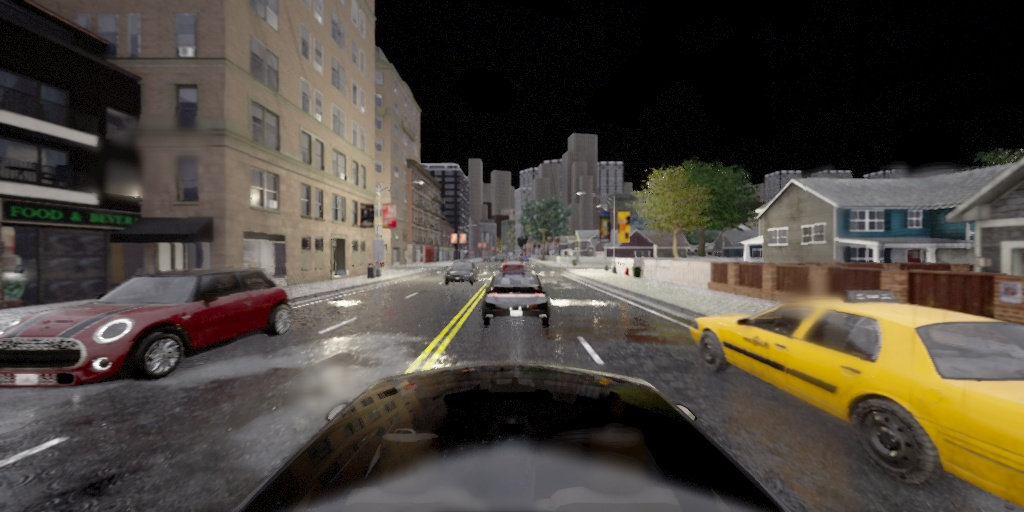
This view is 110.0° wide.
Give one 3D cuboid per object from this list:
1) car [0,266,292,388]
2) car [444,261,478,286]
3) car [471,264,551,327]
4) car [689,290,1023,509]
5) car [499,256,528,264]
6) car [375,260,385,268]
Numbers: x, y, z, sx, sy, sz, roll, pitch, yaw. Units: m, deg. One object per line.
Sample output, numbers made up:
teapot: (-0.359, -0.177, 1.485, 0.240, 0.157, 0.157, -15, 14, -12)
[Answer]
car: (-6.596, 1.069, 7.116, 2.097, 1.767, 4.553, 0, 0, 0)
car: (-3.319, 1.127, 24.213, 1.837, 1.490, 4.892, 0, 0, 0)
car: (0.107, 1.186, 11.285, 2.128, 1.511, 4.902, 0, 0, 0)
car: (4.226, 1.190, 4.537, 1.801, 1.575, 5.366, 0, 0, 0)
car: (0.121, 1.056, 31.472, 1.882, 1.535, 5.008, 0, 0, 0)
car: (-20.250, 0.888, 50.826, 4.097, 1.591, 1.967, 0, 0, 0)
